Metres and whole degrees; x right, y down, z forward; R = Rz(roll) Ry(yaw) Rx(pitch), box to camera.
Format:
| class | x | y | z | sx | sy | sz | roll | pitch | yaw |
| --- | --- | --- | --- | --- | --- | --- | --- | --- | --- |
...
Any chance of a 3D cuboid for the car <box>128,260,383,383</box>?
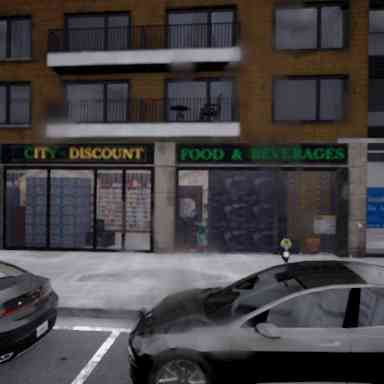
| class | x | y | z | sx | sy | sz | roll | pitch | yaw |
| --- | --- | --- | --- | --- | --- | --- | --- | --- | --- |
| car | 1.432 | 1.566 | 4.002 | 4.313 | 1.339 | 1.947 | 0 | 1 | 6 |

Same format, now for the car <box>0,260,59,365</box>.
| class | x | y | z | sx | sy | sz | roll | pitch | yaw |
| --- | --- | --- | --- | --- | --- | --- | --- | --- | --- |
| car | -4.125 | 1.547 | 4.562 | 4.403 | 1.369 | 2.008 | 0 | 1 | 6 |
